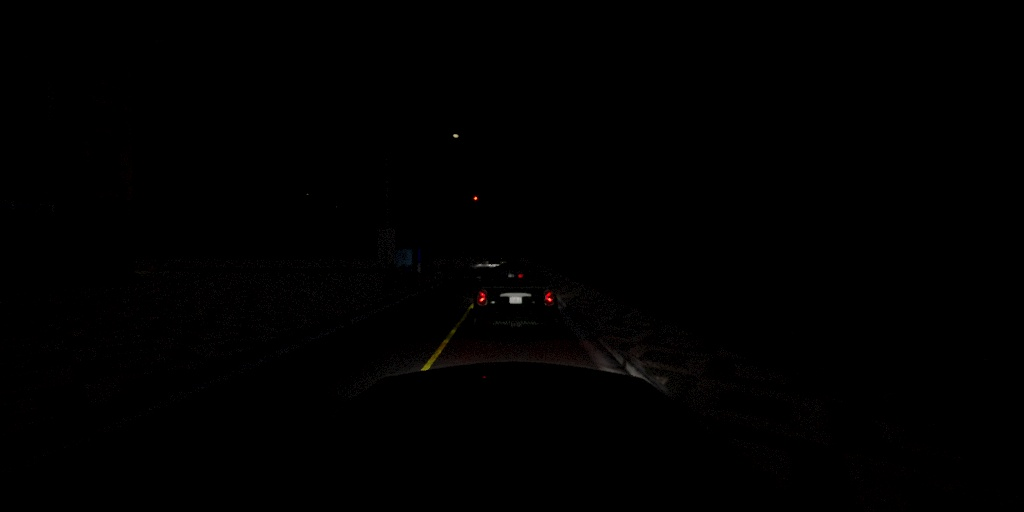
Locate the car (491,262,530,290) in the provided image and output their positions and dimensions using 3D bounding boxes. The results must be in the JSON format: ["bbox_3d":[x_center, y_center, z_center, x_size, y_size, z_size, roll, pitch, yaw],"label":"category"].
[{"bbox_3d":[0.055,1.119,22.238,2.033,1.411,5.357,0,1,4],"label":"car"}]

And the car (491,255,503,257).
[{"bbox_3d":[-3.063,0.664,63.380,2.128,1.511,4.902,0,1,1],"label":"car"}]

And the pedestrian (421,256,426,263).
[{"bbox_3d":[-10.097,0.481,40.634,0.375,1.860,0.375,0,1,1],"label":"pedestrian"}]

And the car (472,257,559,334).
[{"bbox_3d":[0.085,1.027,10.469,2.097,1.767,4.553,0,0,0],"label":"car"}]
